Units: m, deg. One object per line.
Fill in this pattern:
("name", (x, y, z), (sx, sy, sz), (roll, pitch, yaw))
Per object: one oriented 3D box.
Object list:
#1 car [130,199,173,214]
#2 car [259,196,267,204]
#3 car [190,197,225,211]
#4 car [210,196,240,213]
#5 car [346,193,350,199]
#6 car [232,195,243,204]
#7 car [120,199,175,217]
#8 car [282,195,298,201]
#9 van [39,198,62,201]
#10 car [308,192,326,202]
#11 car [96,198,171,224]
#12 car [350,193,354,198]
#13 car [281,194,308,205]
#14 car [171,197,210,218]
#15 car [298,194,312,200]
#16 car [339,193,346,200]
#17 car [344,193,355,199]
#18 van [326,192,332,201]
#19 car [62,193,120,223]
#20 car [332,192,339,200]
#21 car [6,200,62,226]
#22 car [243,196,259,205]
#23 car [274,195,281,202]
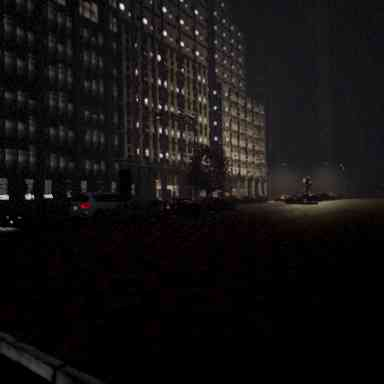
("car", (-4.227, 1.483, 35.701), (1.752, 1.417, 4.829), (-2, -1, 35))
("car", (11.836, 1.380, 58.805), (2.008, 1.369, 4.403), (-2, -1, 35))
("car", (1.916, 1.355, 39.951), (1.837, 1.490, 4.892), (-2, -1, 35))
("car", (2.511, 1.314, 31.338), (1.802, 1.307, 4.206), (-2, -1, 35))
("car", (34.508, 1.053, 77.107), (1.947, 1.339, 4.313), (-2, -1, 35))
("car", (5.447, 1.318, 49.621), (1.967, 1.590, 4.097), (-2, -1, 35))
("car", (-4.047, 1.449, 31.396), (2.033, 1.411, 5.357), (-2, -1, 35))
("car", (21.416, 1.304, 72.585), (1.887, 1.381, 4.507), (-2, -1, 35))
("van", (-10.520, 1.354, 26.656), (1.690, 1.788, 3.998), (-2, -1, 35))
("car", (21.651, 1.020, 58.839), (1.967, 1.590, 4.097), (-2, -1, 35))
("car", (-3.769, 1.312, 22.307), (1.752, 1.417, 4.829), (-2, -1, 35))
("car", (37.792, 0.991, 81.833), (1.752, 1.417, 4.829), (-2, -1, 35))
("car", (15.368, 1.152, 49.811), (1.752, 1.417, 4.829), (-2, -1, 35))
("car", (-0.679, 1.199, 26.753), (1.967, 1.590, 4.097), (-2, -1, 35))
("car", (27.803, 1.261, 81.770), (1.887, 1.381, 4.507), (-2, -1, 35))
("car", (31.278, 0.825, 72.550), (2.192, 1.841, 5.009), (-2, -1, 35))
("car", (40.884, 0.997, 86.278), (2.008, 1.369, 4.403), (-2, -1, 35))
("van", (24.864, 0.897, 63.406), (1.690, 1.788, 3.998), (-2, -1, 35))
("car", (-5.980, 1.083, 23.751), (2.150, 2.045, 5.566), (-2, -1, 36))
("car", (28.070, 0.973, 67.979), (1.967, 1.590, 4.097), (-2, -1, 35))
("car", (-9.814, 1.500, 23.103), (2.033, 1.411, 5.357), (-2, -1, 35))
("car", (8.643, 1.398, 54.212), (1.887, 1.381, 4.507), (-2, -1, 35))
("car", (18.221, 1.222, 67.993), (1.967, 1.590, 4.097), (-2, -1, 35))
